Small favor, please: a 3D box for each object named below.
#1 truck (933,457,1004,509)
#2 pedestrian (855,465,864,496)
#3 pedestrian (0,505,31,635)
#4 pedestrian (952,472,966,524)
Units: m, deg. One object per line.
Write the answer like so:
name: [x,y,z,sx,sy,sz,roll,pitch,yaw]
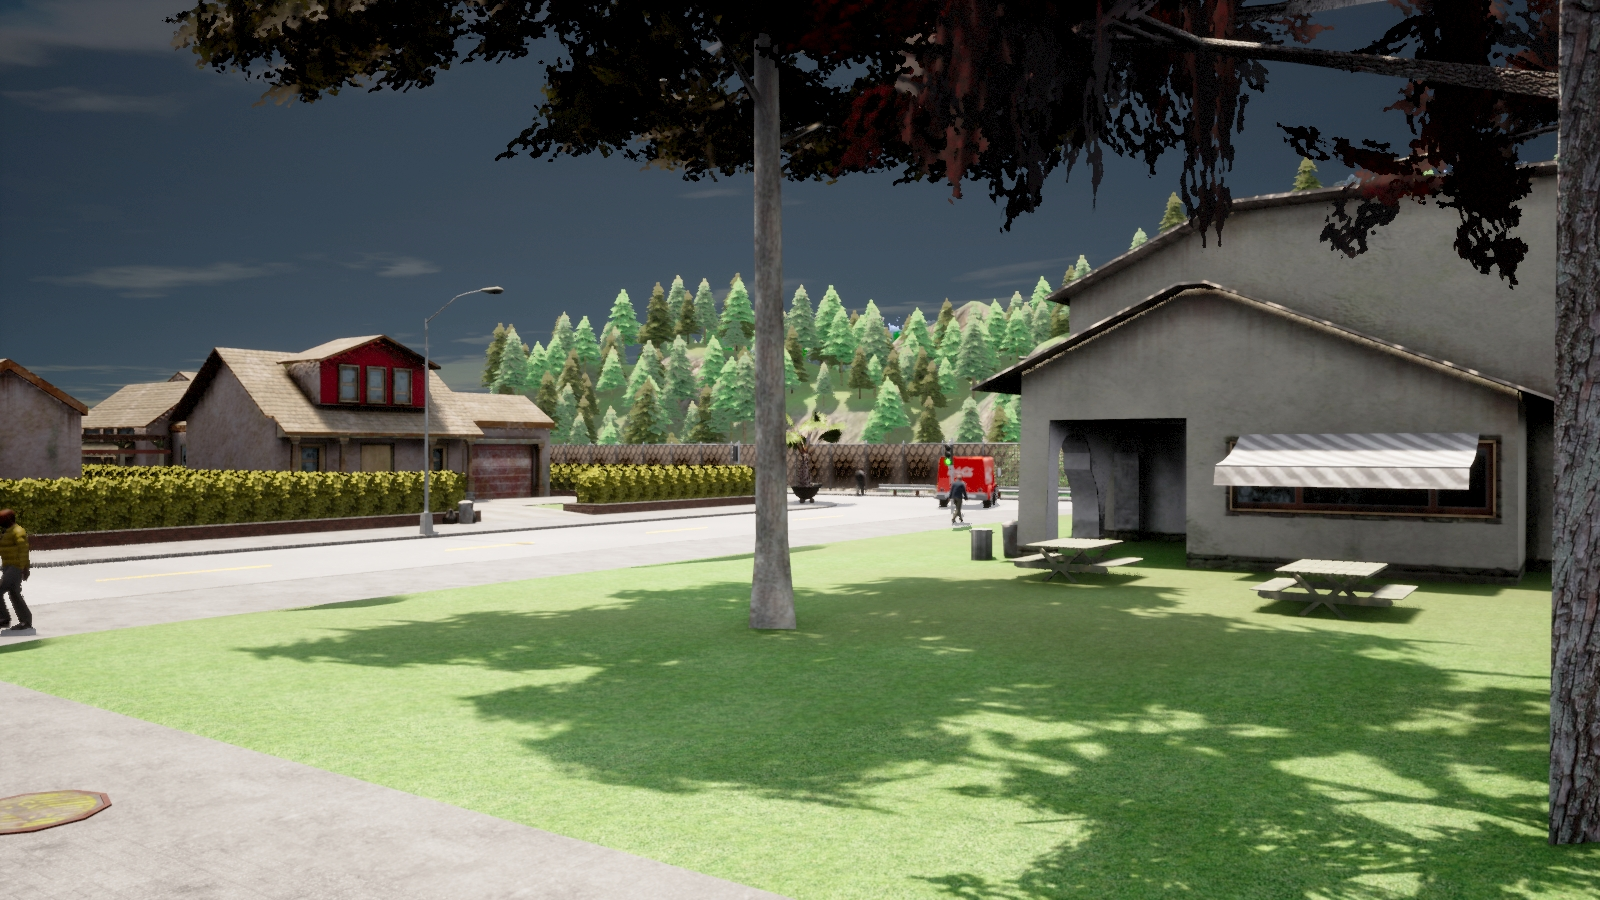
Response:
truck: [8.451,1.564,56.756,2.627,2.467,5.204,0,0,18]
pedestrian: [3.584,1.849,68.704,0.375,1.860,0.375,0,0,29]
pedestrian: [-11.560,1.743,16.756,0.375,1.860,0.375,0,0,37]
pedestrian: [5.750,1.737,41.343,0.375,1.860,0.375,0,0,35]
